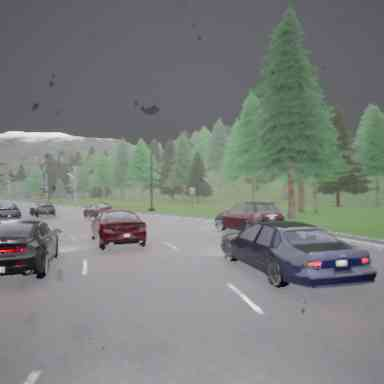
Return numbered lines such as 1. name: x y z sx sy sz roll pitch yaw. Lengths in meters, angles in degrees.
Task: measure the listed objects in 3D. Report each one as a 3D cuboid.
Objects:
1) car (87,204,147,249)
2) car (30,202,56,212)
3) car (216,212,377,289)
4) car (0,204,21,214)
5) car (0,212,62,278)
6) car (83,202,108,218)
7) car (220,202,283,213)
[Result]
1. car: -3.456 1.540 15.132 1.882 1.535 5.008 0 0 -22
2. car: -15.367 1.755 34.125 2.128 1.511 4.902 -1 0 -35
3. car: 2.434 1.511 9.211 2.033 1.411 5.357 -1 0 -14
4. car: -16.407 1.771 29.486 2.128 1.511 4.902 -1 0 -35
5. car: -5.217 1.594 10.118 1.837 1.490 4.892 0 0 -17
6. car: -8.465 1.675 30.272 1.812 1.442 4.674 -1 0 -34
7. car: 3.082 1.308 18.207 2.097 1.767 4.553 -1 0 -23
